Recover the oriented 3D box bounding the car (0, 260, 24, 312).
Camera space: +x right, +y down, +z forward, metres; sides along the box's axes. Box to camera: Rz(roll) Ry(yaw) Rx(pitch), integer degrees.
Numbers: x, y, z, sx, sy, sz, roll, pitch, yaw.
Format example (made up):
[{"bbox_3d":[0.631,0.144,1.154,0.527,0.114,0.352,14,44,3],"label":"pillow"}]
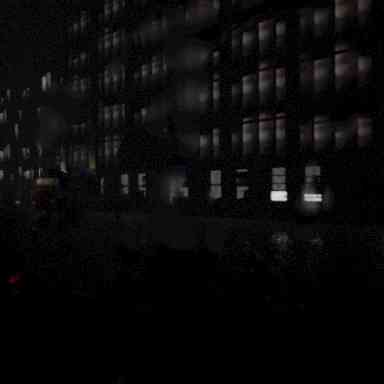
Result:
[{"bbox_3d":[-4.823,1.576,6.307,4.206,1.307,1.802,0,0,35],"label":"car"}]
